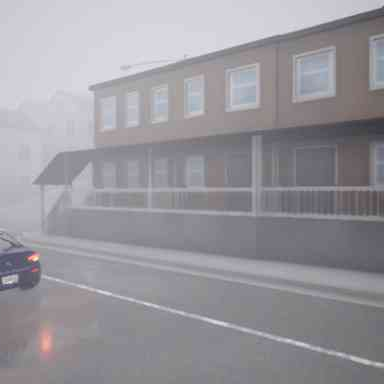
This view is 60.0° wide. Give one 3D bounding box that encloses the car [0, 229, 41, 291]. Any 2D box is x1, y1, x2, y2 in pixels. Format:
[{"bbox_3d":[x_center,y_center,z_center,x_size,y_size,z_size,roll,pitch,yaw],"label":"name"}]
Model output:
[{"bbox_3d":[-5.371,1.532,7.795,4.674,1.442,1.812,0,0,36],"label":"car"}]
